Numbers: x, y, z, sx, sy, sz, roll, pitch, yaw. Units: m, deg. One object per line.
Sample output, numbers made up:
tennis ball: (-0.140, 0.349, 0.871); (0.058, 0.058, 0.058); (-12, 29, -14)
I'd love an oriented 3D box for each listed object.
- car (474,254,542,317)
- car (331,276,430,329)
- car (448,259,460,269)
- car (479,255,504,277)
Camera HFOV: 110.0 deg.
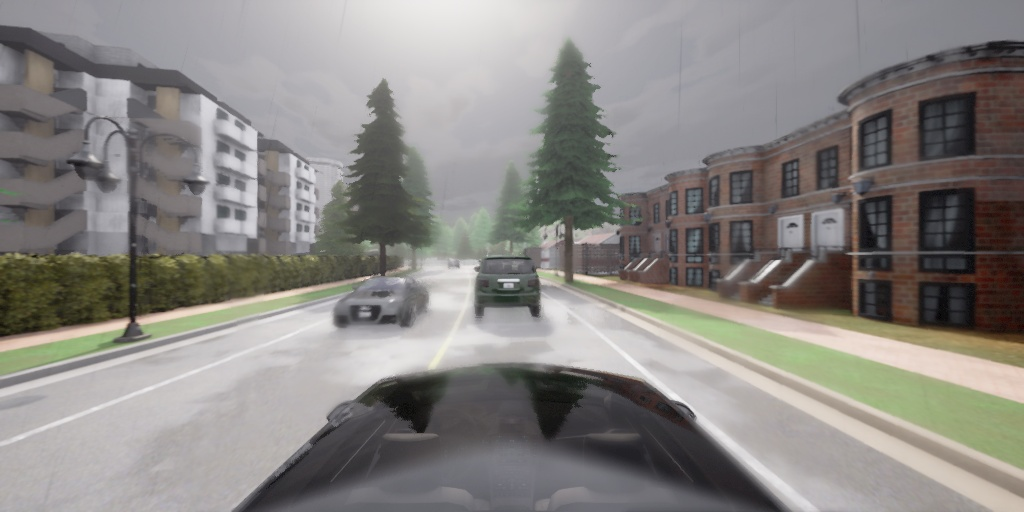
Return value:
car: (-0.211, 0.969, 13.288); (2.150, 2.045, 5.566); (0, 0, -2)
car: (-3.844, 1.318, 11.197); (1.994, 1.385, 4.181); (0, 0, -2)
car: (-9.370, 1.246, 57.982); (2.128, 1.511, 4.902); (0, 0, -12)
car: (-2.131, 0.966, 36.092); (2.150, 2.045, 5.566); (0, 0, -7)
